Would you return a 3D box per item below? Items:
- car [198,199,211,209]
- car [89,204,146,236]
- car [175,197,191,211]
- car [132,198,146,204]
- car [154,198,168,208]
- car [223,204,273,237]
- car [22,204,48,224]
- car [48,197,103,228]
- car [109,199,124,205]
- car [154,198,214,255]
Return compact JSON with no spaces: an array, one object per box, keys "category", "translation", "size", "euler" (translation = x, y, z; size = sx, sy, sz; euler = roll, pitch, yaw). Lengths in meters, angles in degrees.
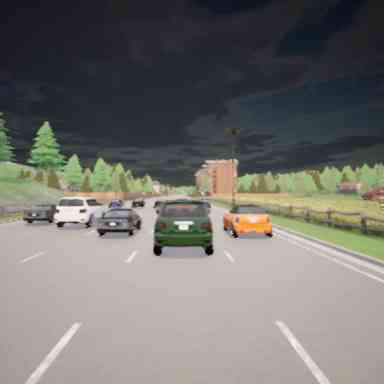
[{"category":"car","translation":[1.993,1.857,53.689],"size":[1.812,1.442,4.674],"euler":[0,0,-2]},{"category":"car","translation":[-4.006,1.653,19.026],"size":[2.033,1.411,5.357],"euler":[0,0,-2]},{"category":"car","translation":[-1.282,1.629,46.093],"size":[2.097,1.767,4.553],"euler":[0,0,-2]},{"category":"car","translation":[-8.508,1.781,53.581],"size":[1.882,1.535,5.008],"euler":[0,0,-2]},{"category":"car","translation":[-5.016,1.792,53.914],"size":[1.882,1.535,5.008],"euler":[0,0,-2]},{"category":"car","translation":[3.010,1.475,18.835],"size":[2.097,1.767,4.553],"euler":[0,0,-2]},{"category":"car","translation":[-11.204,1.677,25.985],"size":[2.033,1.411,5.357],"euler":[0,0,-2]},{"category":"car","translation":[-7.617,1.344,23.084],"size":[2.150,2.045,5.566],"euler":[0,0,-2]},{"category":"car","translation":[-11.995,1.817,53.094],"size":[1.812,1.442,4.674],"euler":[0,0,-2]},{"category":"car","translation":[-0.353,1.305,13.853],"size":[2.150,2.045,5.566],"euler":[0,0,-2]}]
